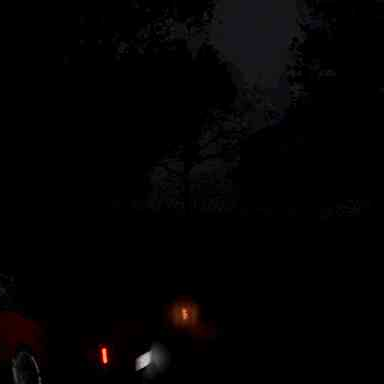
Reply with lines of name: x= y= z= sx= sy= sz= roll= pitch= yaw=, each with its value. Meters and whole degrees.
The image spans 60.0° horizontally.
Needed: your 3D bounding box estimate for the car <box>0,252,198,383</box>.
car: x=-2.332 y=1.611 z=5.042 sx=4.718 sy=1.301 sz=1.895 roll=0 pitch=0 yaw=35
